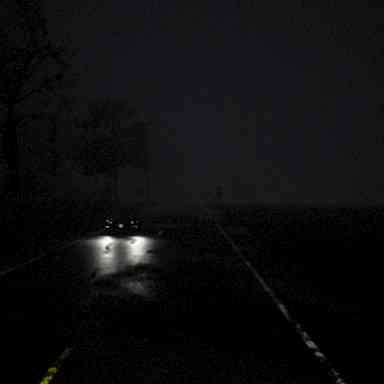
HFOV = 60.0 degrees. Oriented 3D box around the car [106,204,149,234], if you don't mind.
[{"bbox_3d":[-3.597,1.498,19.240,1.837,1.490,4.892,0,-1,0],"label":"car"}]
